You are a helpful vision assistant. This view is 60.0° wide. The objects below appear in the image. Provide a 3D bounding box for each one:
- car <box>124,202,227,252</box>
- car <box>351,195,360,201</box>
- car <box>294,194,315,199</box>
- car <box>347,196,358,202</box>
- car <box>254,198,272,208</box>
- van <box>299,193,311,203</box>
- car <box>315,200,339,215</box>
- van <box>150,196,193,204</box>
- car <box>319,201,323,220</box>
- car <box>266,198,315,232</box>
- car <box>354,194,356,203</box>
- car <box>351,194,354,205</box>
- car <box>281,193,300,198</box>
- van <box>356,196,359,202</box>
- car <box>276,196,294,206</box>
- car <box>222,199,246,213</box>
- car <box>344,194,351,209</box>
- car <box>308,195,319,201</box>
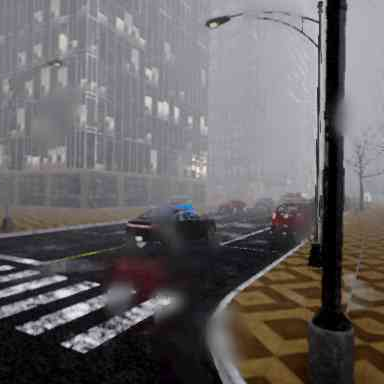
[{"bbox_3d":[-0.655,1.388,13.481,2.128,1.511,4.902,1,0,29],"label":"car"},{"bbox_3d":[41.674,1.566,84.771,2.008,1.369,4.403,1,1,29],"label":"car"},{"bbox_3d":[14.565,1.417,41.004,2.128,1.511,4.902,1,0,29],"label":"car"},{"bbox_3d":[36.186,1.554,74.804,2.008,1.369,4.403,1,1,29],"label":"car"},{"bbox_3d":[9.647,1.408,43.978,1.947,1.339,4.313,2,1,29],"label":"car"},{"bbox_3d":[23.372,1.210,68.894,1.690,1.788,3.998,2,1,29],"label":"van"},{"bbox_3d":[14.234,1.541,34.936,1.802,1.307,4.206,1,1,29],"label":"car"},{"bbox_3d":[-1.429,1.161,24.103,1.690,1.788,3.998,2,1,29],"label":"van"},{"bbox_3d":[8.805,1.515,24.939,1.947,1.339,4.313,1,1,29],"label":"car"},{"bbox_3d":[6.113,1.385,19.927,1.967,1.590,4.097,1,1,29],"label":"car"},{"bbox_3d":[28.037,1.511,60.002,1.752,1.417,4.829,1,1,29],"label":"car"},{"bbox_3d":[22.472,1.290,49.884,2.192,1.841,5.009,1,1,29],"label":"car"},{"bbox_3d":[13.685,1.106,45.737,2.150,2.045,5.566,1,0,29],"label":"car"},{"bbox_3d":[33.447,1.338,69.818,1.690,1.788,3.998,1,1,29],"label":"van"},{"bbox_3d":[15.136,1.419,53.946,1.947,1.339,4.313,2,1,29],"label":"car"},{"bbox_3d":[4.152,1.376,34.017,1.887,1.381,4.507,2,1,29],"label":"car"},{"bbox_3d":[19.728,1.285,44.901,2.192,1.841,5.009,1,1,29],"label":"car"},{"bbox_3d":[28.856,1.447,78.864,1.947,1.339,4.313,2,1,29],"label":"car"}]
